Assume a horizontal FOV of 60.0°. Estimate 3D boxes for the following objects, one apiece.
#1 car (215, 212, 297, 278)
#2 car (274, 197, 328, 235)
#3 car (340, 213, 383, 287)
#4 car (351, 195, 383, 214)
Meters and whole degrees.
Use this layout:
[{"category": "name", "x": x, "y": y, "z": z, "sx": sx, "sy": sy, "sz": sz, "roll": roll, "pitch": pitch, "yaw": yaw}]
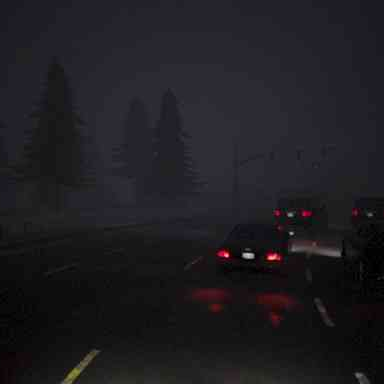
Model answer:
[{"category": "car", "x": 2.100, "y": 1.584, "z": 10.373, "sx": 2.033, "sy": 1.411, "sz": 5.357, "roll": 0, "pitch": 0, "yaw": 18}, {"category": "car", "x": 6.503, "y": 1.298, "z": 19.616, "sx": 2.150, "sy": 2.045, "sz": 5.566, "roll": 0, "pitch": 0, "yaw": 31}, {"category": "car", "x": 5.371, "y": 1.545, "z": 9.156, "sx": 1.837, "sy": 1.490, "sz": 4.892, "roll": 0, "pitch": -1, "yaw": 17}, {"category": "car", "x": 11.066, "y": 1.313, "z": 19.857, "sx": 2.150, "sy": 2.045, "sz": 5.566, "roll": 0, "pitch": 0, "yaw": 37}]
